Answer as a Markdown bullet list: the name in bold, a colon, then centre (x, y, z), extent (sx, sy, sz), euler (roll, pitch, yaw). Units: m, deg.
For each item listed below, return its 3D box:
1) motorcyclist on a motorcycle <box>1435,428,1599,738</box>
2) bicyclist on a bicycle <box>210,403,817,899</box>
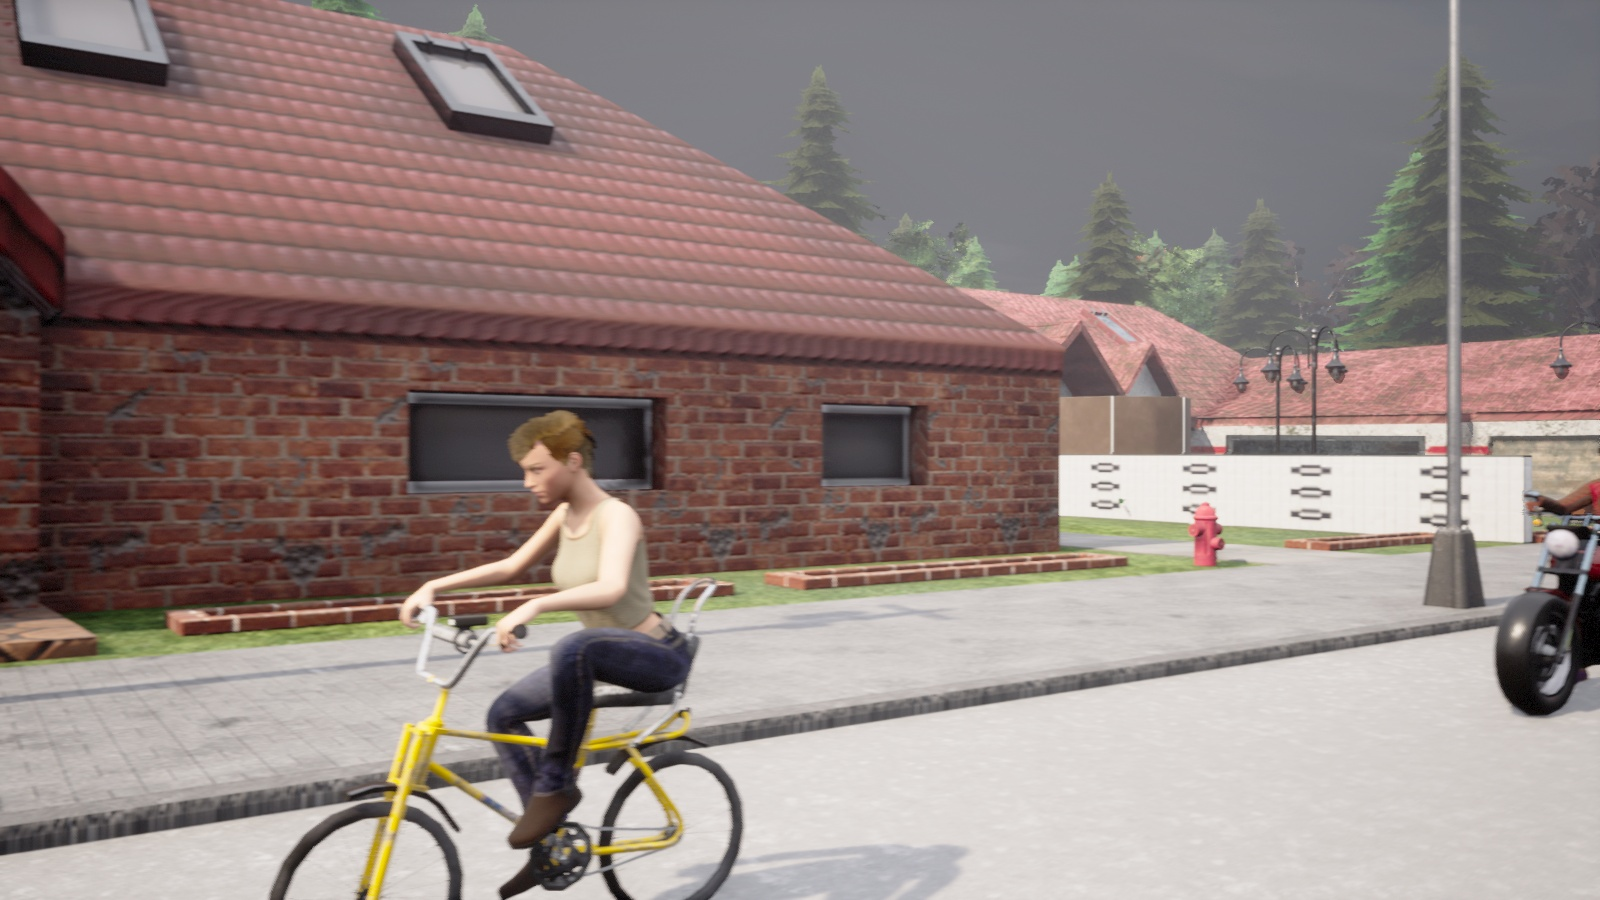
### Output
- **motorcyclist on a motorcycle**: centre (4.887, 0.704, 7.671), extent (2.350, 1.649, 0.766), euler (0, 0, -35)
- **bicyclist on a bicycle**: centre (-0.822, 0.693, 3.698), extent (1.509, 1.612, 0.866), euler (-1, 0, -36)
